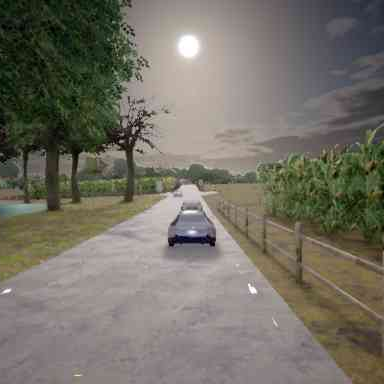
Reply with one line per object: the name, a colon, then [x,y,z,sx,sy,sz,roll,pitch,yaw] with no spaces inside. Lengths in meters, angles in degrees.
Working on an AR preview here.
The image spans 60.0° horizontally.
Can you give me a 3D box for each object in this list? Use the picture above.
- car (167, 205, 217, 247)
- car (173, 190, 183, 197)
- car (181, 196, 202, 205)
car: [0.000,1.481,14.645,1.994,1.385,4.181,0,1,0]
car: [-2.749,0.288,65.588,1.895,1.301,4.718,0,2,0]
car: [0.000,1.284,29.668,1.895,1.301,4.718,0,1,0]
